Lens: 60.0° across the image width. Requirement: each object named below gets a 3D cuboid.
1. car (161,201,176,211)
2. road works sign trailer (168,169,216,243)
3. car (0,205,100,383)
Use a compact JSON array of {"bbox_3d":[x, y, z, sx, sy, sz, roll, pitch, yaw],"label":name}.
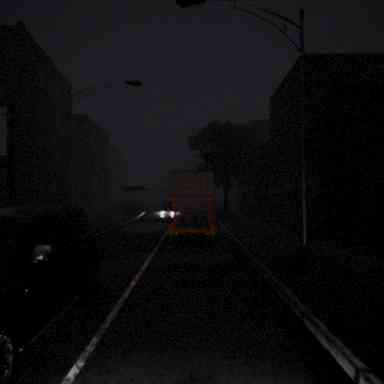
[{"bbox_3d":[-3.266,1.904,46.305,1.895,1.301,4.718,0,0,0],"label":"car"},{"bbox_3d":[0.007,0.636,17.194,2.380,3.560,2.880,0,-1,0],"label":"road works sign trailer"},{"bbox_3d":[-3.104,1.275,5.249,2.150,2.045,5.566,0,-1,0],"label":"car"}]
